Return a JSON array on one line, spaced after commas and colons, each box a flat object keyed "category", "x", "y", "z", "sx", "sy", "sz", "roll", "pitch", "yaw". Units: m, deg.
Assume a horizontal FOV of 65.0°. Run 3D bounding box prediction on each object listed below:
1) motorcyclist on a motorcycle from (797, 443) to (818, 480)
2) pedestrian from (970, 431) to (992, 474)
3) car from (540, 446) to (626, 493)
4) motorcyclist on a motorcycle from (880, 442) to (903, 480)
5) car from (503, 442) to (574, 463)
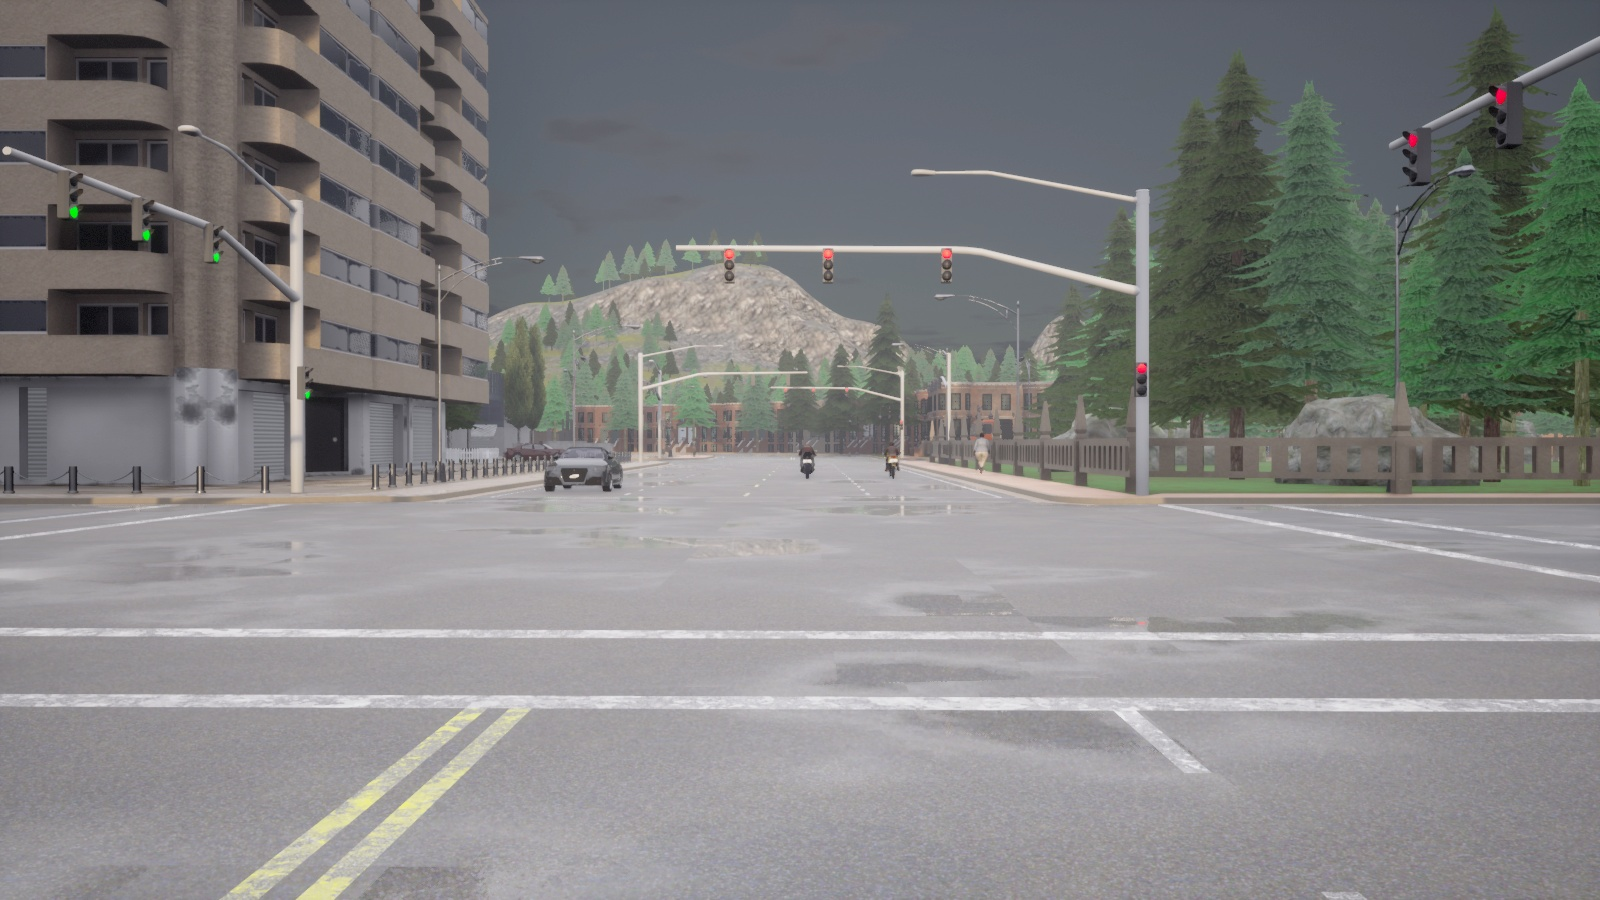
[{"category": "motorcyclist on a motorcycle", "x": 0.309, "y": 0.479, "z": 53.323, "sx": 0.866, "sy": 1.530, "sz": 2.191, "roll": 0, "pitch": 0, "yaw": 0}, {"category": "pedestrian", "x": 7.851, "y": 0.103, "z": 54.378, "sx": 0.874, "sy": 1.855, "sz": 0.900, "roll": 0, "pitch": 0, "yaw": 13}, {"category": "car", "x": -6.774, "y": 0.580, "z": 39.592, "sx": 1.994, "sy": 1.385, "sz": 4.181, "roll": 0, "pitch": 0, "yaw": 0}, {"category": "motorcyclist on a motorcycle", "x": 3.803, "y": 0.436, "z": 52.209, "sx": 0.797, "sy": 1.523, "sz": 2.044, "roll": 0, "pitch": 0, "yaw": 0}, {"category": "car", "x": -19.808, "y": 0.167, "z": 95.341, "sx": 5.008, "sy": 1.535, "sz": 1.882, "roll": 0, "pitch": 0, "yaw": 0}]
